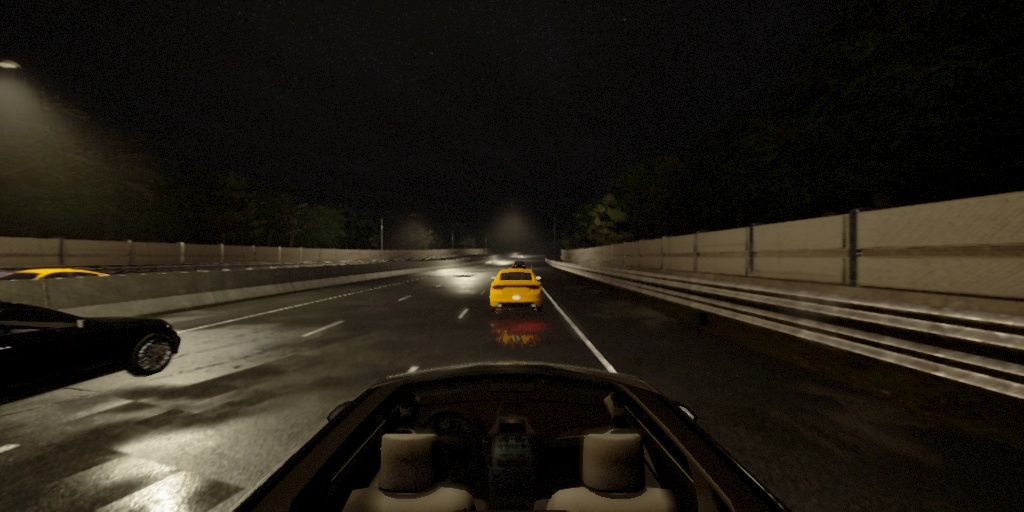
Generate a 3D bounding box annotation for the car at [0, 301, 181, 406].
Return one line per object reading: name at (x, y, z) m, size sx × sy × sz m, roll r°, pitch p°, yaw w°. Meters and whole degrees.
car at (-6.895, 1.273, 4.477) m, size 1.812 × 1.442 × 4.674 m, roll 0°, pitch 0°, yaw 0°

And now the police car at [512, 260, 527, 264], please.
police car at (0.953, 1.373, 46.395) m, size 2.038 × 1.542 × 4.974 m, roll 0°, pitch 0°, yaw 2°

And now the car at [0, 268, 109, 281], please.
car at (-17.533, 1.229, 13.355) m, size 1.882 × 1.535 × 5.008 m, roll 0°, pitch 0°, yaw 1°

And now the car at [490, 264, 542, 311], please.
car at (0.172, 1.260, 14.717) m, size 1.882 × 1.535 × 5.008 m, roll 0°, pitch 0°, yaw 1°
